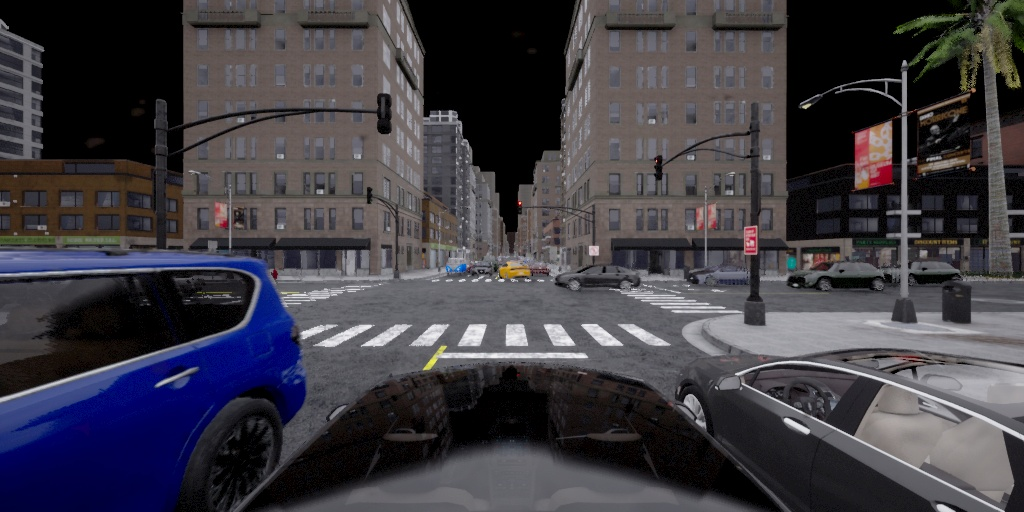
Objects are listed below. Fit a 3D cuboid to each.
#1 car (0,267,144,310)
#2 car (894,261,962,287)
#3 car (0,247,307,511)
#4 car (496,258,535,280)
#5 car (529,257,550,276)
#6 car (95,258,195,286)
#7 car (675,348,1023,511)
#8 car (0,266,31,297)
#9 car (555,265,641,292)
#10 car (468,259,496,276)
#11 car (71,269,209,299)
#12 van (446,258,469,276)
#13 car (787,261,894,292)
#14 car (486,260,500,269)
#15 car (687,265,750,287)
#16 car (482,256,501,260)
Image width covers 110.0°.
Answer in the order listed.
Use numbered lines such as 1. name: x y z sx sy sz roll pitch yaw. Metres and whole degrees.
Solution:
1. car: -17.945 1.232 14.189 4.892 1.490 1.837 0 0 0
2. car: 27.360 1.141 24.393 4.553 1.767 2.097 0 0 0
3. car: -3.079 0.972 1.179 2.150 2.045 5.566 0 0 1
4. car: 0.204 1.229 31.148 1.882 1.535 5.008 -2 0 -12
5. car: 2.800 1.192 36.984 1.967 1.591 4.097 0 0 0
6. car: -24.532 1.056 24.101 4.553 1.767 2.097 0 0 0
7. car: 2.668 1.300 2.334 2.007 1.370 4.403 0 0 0
8. car: -26.893 1.235 17.389 4.674 1.442 1.812 0 0 0
9. car: 4.997 1.263 21.021 4.892 1.490 1.837 1 0 0
10. car: -2.970 1.316 36.657 1.994 1.385 4.181 0 0 0
11. car: -17.906 1.324 17.438 4.718 1.301 1.895 0 0 0
12. van: -5.725 1.093 37.017 1.690 1.789 3.998 0 0 0
13. car: 18.931 1.129 21.098 4.553 1.767 2.097 0 0 0
14. car: -2.883 1.354 55.938 1.895 1.301 4.718 0 0 0
15. car: 14.203 1.329 24.327 4.181 1.385 1.994 0 0 0
16. car: -2.927 0.975 45.965 2.150 2.045 5.566 0 0 0
